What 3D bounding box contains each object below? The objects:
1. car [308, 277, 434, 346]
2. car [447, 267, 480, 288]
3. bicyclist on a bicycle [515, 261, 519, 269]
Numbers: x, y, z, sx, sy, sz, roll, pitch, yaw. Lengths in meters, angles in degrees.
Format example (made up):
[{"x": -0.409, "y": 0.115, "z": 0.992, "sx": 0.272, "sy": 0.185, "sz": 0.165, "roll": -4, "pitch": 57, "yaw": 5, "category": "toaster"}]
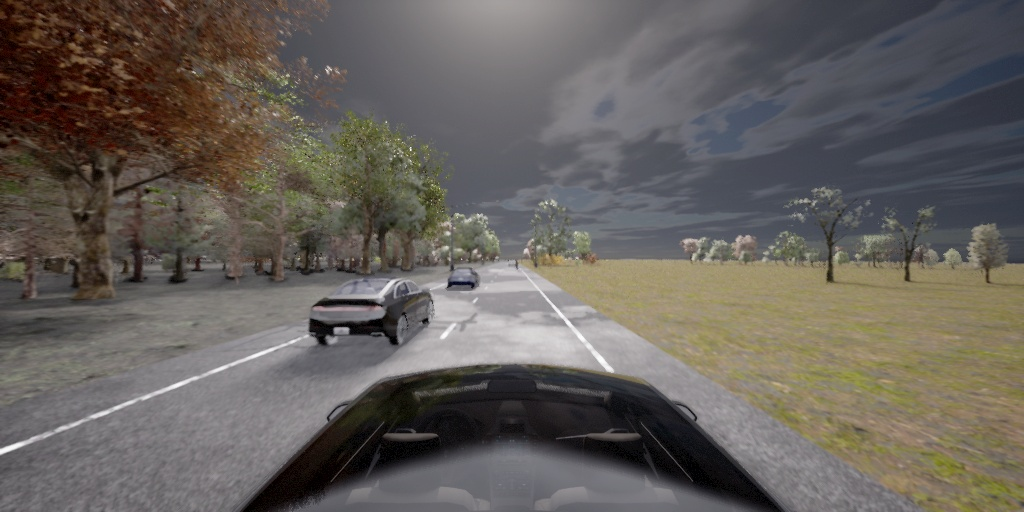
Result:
[{"x": -3.403, "y": 1.306, "z": 9.582, "sx": 2.128, "sy": 1.511, "sz": 4.902, "roll": 0, "pitch": 0, "yaw": 0, "category": "car"}, {"x": -3.414, "y": 1.512, "z": 25.949, "sx": 1.994, "sy": 1.385, "sz": 4.181, "roll": 0, "pitch": 0, "yaw": 0, "category": "car"}, {"x": 0.931, "y": 1.709, "z": 63.073, "sx": 0.582, "sy": 1.620, "sz": 1.656, "roll": 0, "pitch": -1, "yaw": 0, "category": "bicyclist on a bicycle"}]
